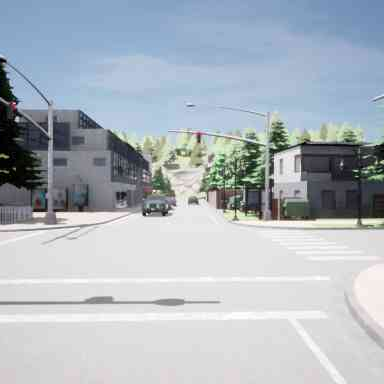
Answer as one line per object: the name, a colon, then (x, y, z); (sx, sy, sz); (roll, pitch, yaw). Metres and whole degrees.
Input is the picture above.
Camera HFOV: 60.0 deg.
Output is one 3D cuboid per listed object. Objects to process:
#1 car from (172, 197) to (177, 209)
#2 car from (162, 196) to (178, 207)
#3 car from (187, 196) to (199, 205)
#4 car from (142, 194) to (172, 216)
car: (-3.491, 1.492, 42.704); (2.128, 1.511, 4.902); (0, 0, 0)
car: (-3.448, 1.492, 52.972); (2.128, 1.511, 4.902); (0, 0, 0)
car: (0.251, 1.505, 59.507); (1.837, 1.490, 4.892); (0, 0, 0)
car: (-3.519, 1.221, 32.654); (2.150, 2.045, 5.566); (0, 0, 0)
